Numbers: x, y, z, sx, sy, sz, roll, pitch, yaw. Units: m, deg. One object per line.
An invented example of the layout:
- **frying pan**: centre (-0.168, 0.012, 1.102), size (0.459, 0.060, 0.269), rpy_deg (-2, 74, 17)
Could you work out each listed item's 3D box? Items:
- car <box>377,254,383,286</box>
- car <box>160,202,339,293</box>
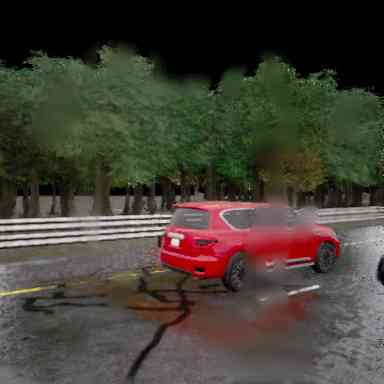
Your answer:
- **car**: centre (6.518, 1.685, 8.365), size (4.181, 1.385, 1.994), rpy_deg (1, 0, -35)
- **car**: centre (1.789, 1.302, 9.305), size (5.566, 2.045, 2.150), rpy_deg (1, -1, -35)
